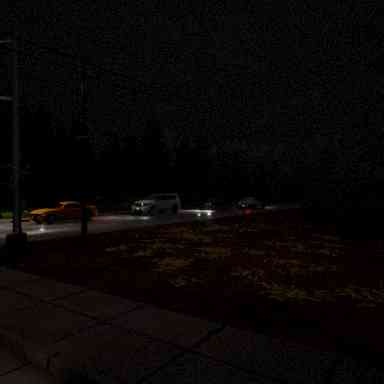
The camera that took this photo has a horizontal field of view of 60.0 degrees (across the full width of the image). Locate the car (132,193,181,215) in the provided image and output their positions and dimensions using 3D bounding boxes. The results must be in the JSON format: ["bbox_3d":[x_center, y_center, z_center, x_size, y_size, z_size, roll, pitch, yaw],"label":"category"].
[{"bbox_3d":[-3.426,1.174,33.246,2.150,2.045,5.566,0,0,36],"label":"car"}]

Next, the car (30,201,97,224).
[{"bbox_3d":[-9.542,1.484,25.007,1.882,1.535,5.008,0,0,37],"label":"car"}]

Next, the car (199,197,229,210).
[{"bbox_3d":[2.799,1.403,41.602,1.837,1.490,4.892,0,0,37],"label":"car"}]

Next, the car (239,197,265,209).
[{"bbox_3d":[7.557,1.399,41.836,1.812,1.442,4.674,0,0,37],"label":"car"}]
